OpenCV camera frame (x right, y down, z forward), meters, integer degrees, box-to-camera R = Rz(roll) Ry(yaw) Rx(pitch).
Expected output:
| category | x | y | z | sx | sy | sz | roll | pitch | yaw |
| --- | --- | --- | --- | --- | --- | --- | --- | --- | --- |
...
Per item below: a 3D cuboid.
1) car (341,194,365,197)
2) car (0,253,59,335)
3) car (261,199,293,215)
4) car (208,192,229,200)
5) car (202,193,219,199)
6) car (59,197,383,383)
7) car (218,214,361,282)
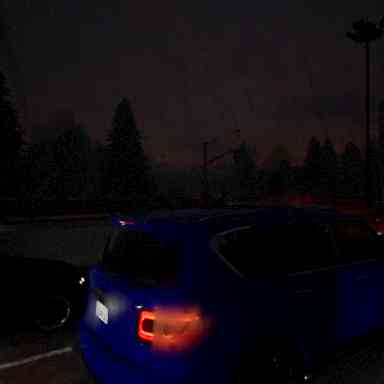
| category | x | y | z | sx | sy | sz | roll | pitch | yaw |
| --- | --- | --- | --- | --- | --- | --- | --- | --- | --- |
| car | 18.448 | 1.093 | 36.681 | 4.553 | 1.767 | 2.097 | 0 | 0 | 39 |
| car | -3.782 | 1.564 | 5.339 | 4.181 | 1.385 | 1.994 | 0 | 0 | -36 |
| car | 8.304 | 1.386 | 32.141 | 1.994 | 1.385 | 4.181 | 0 | 1 | 30 |
| car | 3.654 | 0.977 | 54.453 | 2.150 | 2.045 | 5.566 | -1 | 0 | -35 |
| car | 1.527 | 1.306 | 51.400 | 1.812 | 1.442 | 4.674 | -1 | 0 | -35 |
| car | 1.342 | 1.205 | 4.685 | 5.566 | 2.045 | 2.150 | -1 | 0 | -35 |
| car | 3.063 | 1.513 | 10.201 | 4.181 | 1.385 | 1.994 | -1 | 0 | -34 |
